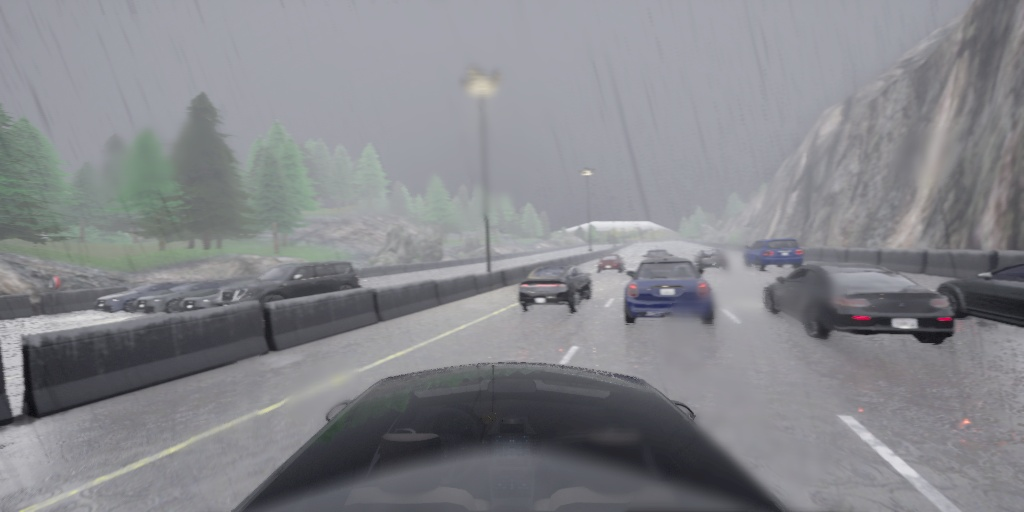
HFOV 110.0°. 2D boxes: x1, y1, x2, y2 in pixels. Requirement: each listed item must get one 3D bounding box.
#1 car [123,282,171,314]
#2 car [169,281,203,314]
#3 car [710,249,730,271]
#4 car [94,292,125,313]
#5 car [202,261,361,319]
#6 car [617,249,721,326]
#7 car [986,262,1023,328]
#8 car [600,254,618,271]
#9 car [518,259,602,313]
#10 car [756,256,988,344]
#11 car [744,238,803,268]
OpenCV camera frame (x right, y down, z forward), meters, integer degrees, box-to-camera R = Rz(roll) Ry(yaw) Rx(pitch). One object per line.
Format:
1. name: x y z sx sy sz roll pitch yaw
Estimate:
1. car: -15.504 1.948 17.580 1.994 1.385 4.181 -3 1 21
2. car: -12.252 1.799 16.294 1.994 1.385 4.181 -3 1 21
3. car: 14.226 0.266 25.790 2.128 1.511 4.902 -3 1 21
4. car: -18.757 2.097 18.863 1.994 1.385 4.181 -3 1 21
5. car: -8.996 1.306 15.063 2.150 2.045 5.566 -3 1 21
6. car: 4.472 0.812 10.525 2.097 1.767 4.553 -3 1 21
7. car: 10.542 0.759 6.826 1.994 1.385 4.181 -3 1 21
8. car: 8.132 0.562 29.400 1.812 1.442 4.674 -3 1 21
9. car: 1.734 1.063 13.107 2.128 1.511 4.902 -3 1 21
10. car: 7.248 0.873 8.010 1.812 1.442 4.674 -3 1 21
11. car: 17.190 -0.127 23.804 2.150 2.045 5.566 -3 1 21
